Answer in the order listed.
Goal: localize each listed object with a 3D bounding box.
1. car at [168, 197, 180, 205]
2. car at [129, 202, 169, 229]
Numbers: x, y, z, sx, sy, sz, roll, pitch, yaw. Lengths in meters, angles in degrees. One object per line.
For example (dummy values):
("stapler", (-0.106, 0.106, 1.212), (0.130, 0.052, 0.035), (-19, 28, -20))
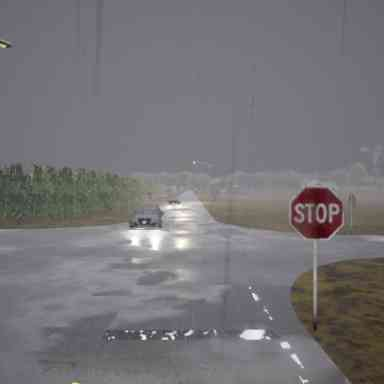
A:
("car", (-2.862, 1.420, 53.928), (1.895, 1.301, 4.718), (0, 0, 0))
("car", (-2.790, 1.568, 21.558), (1.994, 1.385, 4.181), (0, 0, 0))
